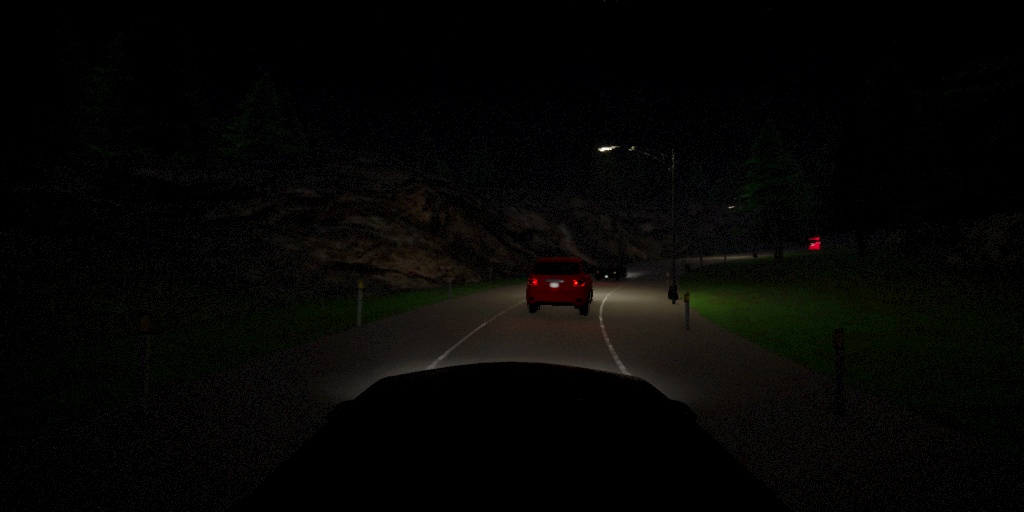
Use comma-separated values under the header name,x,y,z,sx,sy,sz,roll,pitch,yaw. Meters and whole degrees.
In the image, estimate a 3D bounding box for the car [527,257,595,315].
name,x,y,z,sx,sy,sz,roll,pitch,yaw
car,2.078,1.063,14.515,2.150,2.045,5.566,0,0,14

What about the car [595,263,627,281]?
name,x,y,z,sx,sy,sz,roll,pitch,yaw
car,8.327,1.275,29.918,1.895,1.301,4.718,0,1,26
